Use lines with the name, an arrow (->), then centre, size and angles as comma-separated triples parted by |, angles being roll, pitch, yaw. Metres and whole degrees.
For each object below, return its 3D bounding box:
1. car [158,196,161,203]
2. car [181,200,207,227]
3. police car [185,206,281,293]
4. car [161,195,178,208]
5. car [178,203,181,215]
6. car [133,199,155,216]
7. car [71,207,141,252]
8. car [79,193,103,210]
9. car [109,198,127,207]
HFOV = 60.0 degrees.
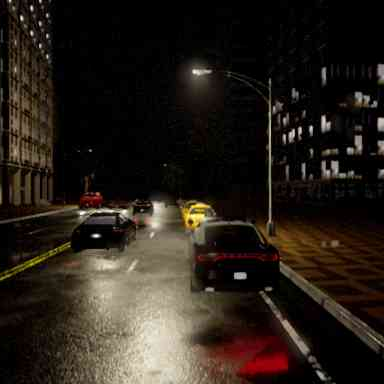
car -> -5.604, 1.365, 64.286 | 1.812, 1.442, 4.674 | 0, 0, -10
car -> 0.457, 1.401, 19.203 | 1.801, 1.575, 5.366 | 0, 0, -3
police car -> 0.861, 1.399, 8.972 | 1.930, 1.638, 5.238 | 0, 0, -1
car -> -2.882, 1.423, 46.184 | 2.033, 1.411, 5.357 | 0, 0, -7
car -> 0.084, 1.384, 25.286 | 1.801, 1.575, 5.366 | 0, 0, -4
car -> -4.602, 1.402, 31.672 | 2.128, 1.511, 4.902 | 0, 0, -5
car -> -3.471, 1.524, 13.760 | 1.994, 1.385, 4.181 | 0, 0, -2
car -> -12.218, 1.112, 40.596 | 2.150, 2.045, 5.566 | 0, 0, -7
car -> -8.944, 1.416, 40.474 | 1.812, 1.442, 4.674 | 0, 0, -7
